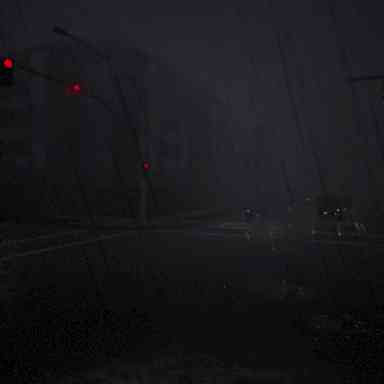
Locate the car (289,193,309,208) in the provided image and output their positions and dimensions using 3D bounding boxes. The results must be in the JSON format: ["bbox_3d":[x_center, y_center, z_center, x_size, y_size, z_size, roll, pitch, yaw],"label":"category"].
[{"bbox_3d":[11.318,0.796,34.633,2.033,1.411,5.357,0,1,31],"label":"car"}]

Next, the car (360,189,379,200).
[{"bbox_3d":[27.834,0.351,51.091,4.892,1.490,1.837,0,1,-32],"label":"car"}]

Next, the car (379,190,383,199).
[{"bbox_3d":[30.433,0.107,48.612,5.566,2.045,2.150,-1,1,-30],"label":"car"}]

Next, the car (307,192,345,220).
[{"bbox_3d":[9.299,1.000,22.827,1.837,1.490,4.892,0,1,25],"label":"car"}]

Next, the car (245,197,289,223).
[{"bbox_3d":[4.824,1.068,21.504,1.812,1.442,4.674,0,1,25],"label":"car"}]

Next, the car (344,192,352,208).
[{"bbox_3d":[14.892,0.731,33.595,1.882,1.535,5.008,0,2,33],"label":"car"}]
